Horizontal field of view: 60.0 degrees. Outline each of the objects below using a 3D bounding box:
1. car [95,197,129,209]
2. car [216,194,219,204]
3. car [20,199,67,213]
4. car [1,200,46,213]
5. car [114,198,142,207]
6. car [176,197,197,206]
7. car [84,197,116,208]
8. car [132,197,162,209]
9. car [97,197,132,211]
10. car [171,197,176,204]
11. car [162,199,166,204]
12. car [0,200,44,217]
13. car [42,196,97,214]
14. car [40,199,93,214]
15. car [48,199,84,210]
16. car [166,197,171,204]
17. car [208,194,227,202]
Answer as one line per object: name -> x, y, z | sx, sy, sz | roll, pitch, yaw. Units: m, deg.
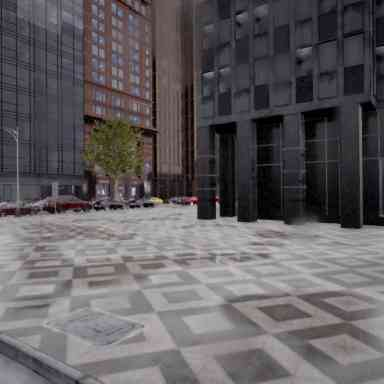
car -> -11.191, 1.536, 46.947 | 1.812, 1.442, 4.674 | -1, 0, 35
car -> 3.221, 1.221, 57.664 | 2.192, 1.841, 5.009 | -1, 0, 35
car -> -17.050, 1.566, 38.482 | 1.812, 1.442, 4.674 | -1, 0, 34
car -> -19.819, 1.641, 39.321 | 1.947, 1.339, 4.313 | -1, 0, 35
car -> -10.199, 1.611, 53.237 | 1.802, 1.307, 4.206 | -1, 0, 35
car -> 0.016, 1.461, 53.024 | 1.887, 1.381, 4.507 | -1, 0, 35
car -> -13.407, 1.483, 48.598 | 1.967, 1.590, 4.097 | -1, 0, 35
car -> -6.396, 1.508, 43.747 | 1.947, 1.339, 4.313 | -1, 0, 35
car -> -9.602, 1.524, 39.109 | 1.947, 1.339, 4.313 | -1, 0, 35
car -> -0.664, 1.490, 56.610 | 2.033, 1.411, 5.357 | -1, 0, 35
car -> -7.089, 1.543, 57.736 | 1.752, 1.417, 4.829 | -1, 0, 35
car -> -16.015, 1.575, 29.832 | 1.802, 1.307, 4.206 | -1, 0, 35
car -> -12.811, 1.289, 34.472 | 2.192, 1.841, 5.009 | -1, 0, 35
car -> -13.963, 1.547, 37.323 | 2.033, 1.411, 5.357 | -1, 0, 35
car -> -16.612, 1.641, 43.960 | 1.802, 1.307, 4.206 | -1, 0, 35
car -> -3.785, 1.573, 62.516 | 1.947, 1.339, 4.313 | -1, 0, 35
car -> 5.833, 1.295, 76.433 | 2.192, 1.841, 5.009 | -1, 0, 35
